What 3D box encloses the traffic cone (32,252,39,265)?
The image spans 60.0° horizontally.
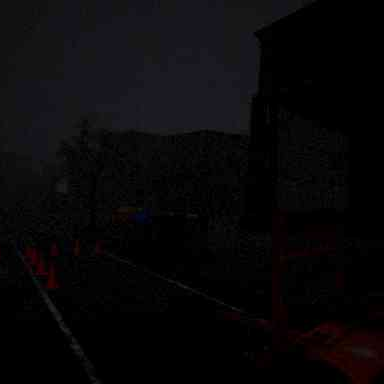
[{"bbox_3d":[-4.822,2.338,10.661,0.340,0.580,0.340,3,-3,-31],"label":"traffic cone"}]

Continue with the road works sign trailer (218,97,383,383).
[{"bbox_3d":[1.517,0.705,4.660,2.880,3.560,2.380,-1,-3,44],"label":"road works sign trailer"}]

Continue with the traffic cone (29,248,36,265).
[{"bbox_3d":[-5.865,2.392,12.366,0.340,0.580,0.340,3,-3,-32],"label":"traffic cone"}]
